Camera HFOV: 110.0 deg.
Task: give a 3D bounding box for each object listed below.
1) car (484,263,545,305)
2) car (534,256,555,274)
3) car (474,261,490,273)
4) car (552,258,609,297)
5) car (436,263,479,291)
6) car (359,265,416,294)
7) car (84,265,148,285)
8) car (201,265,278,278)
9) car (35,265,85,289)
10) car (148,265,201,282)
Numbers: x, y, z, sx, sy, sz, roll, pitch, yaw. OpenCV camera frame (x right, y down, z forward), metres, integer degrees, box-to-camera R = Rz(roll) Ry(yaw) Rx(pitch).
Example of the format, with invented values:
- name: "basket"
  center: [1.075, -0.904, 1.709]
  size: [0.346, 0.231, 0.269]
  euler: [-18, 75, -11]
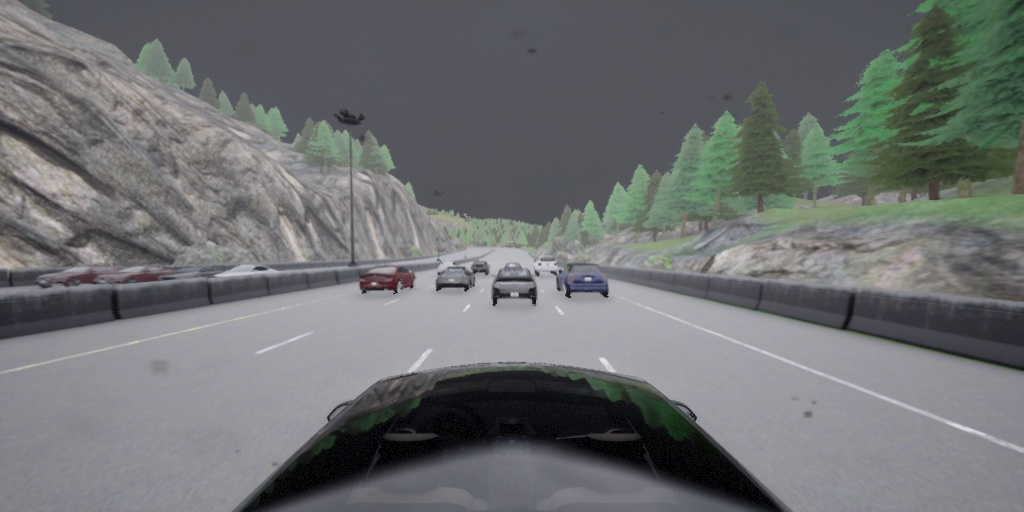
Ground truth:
- name: "car"
  center: [0.098, 1.258, 16.071]
  size: [2.128, 1.511, 4.902]
  euler: [0, 0, 0]
- name: "car"
  center: [3.594, 1.014, 38.640]
  size: [2.150, 2.045, 5.566]
  euler: [0, 0, 0]
- name: "car"
  center: [-3.406, 1.298, 39.055]
  size: [1.837, 1.490, 4.892]
  euler: [0, 0, 0]
- name: "car"
  center: [3.597, 1.122, 19.081]
  size: [2.097, 1.767, 4.553]
  euler: [0, 0, 0]
- name: "car"
  center: [-3.403, 1.338, 22.214]
  size: [1.994, 1.385, 4.181]
  euler: [0, 0, 0]
- name: "car"
  center: [-6.903, 1.249, 20.407]
  size: [1.882, 1.535, 5.008]
  euler: [0, 0, 0]
- name: "car"
  center: [-24.601, 1.300, 23.848]
  size: [1.812, 1.442, 4.674]
  euler: [0, 0, 0]
- name: "car"
  center: [-17.602, 1.301, 23.881]
  size: [1.812, 1.442, 4.674]
  euler: [0, 0, 0]
- name: "car"
  center: [-28.101, 1.300, 23.822]
  size: [1.812, 1.442, 4.674]
  euler: [0, 0, 0]
- name: "car"
  center: [-21.101, 1.339, 23.991]
  size: [1.994, 1.385, 4.181]
  euler: [0, 0, 0]
